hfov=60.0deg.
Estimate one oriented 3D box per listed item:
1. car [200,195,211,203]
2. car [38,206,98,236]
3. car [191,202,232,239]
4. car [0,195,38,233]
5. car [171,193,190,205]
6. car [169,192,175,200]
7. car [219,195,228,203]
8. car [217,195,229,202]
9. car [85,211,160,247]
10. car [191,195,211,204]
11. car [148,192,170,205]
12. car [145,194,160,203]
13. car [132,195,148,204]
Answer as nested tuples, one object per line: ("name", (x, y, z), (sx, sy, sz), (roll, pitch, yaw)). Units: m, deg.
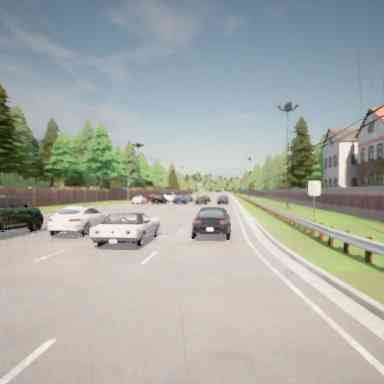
("car", (2.673, 1.306, 65.306), (1.812, 1.442, 4.674), (0, 0, 6))
("car", (-5.911, 1.456, 17.750), (1.812, 1.442, 4.674), (0, 0, 6))
("car", (1.040, 1.468, 16.921), (1.812, 1.442, 4.674), (0, 0, 6))
("car", (-9.583, 1.153, 16.220), (2.150, 2.045, 5.566), (0, 0, 6))
("car", (-1.884, 1.331, 55.738), (1.812, 1.442, 4.674), (0, 0, 6))
("car", (-4.283, 1.013, 66.089), (2.150, 2.045, 5.566), (0, 0, 6))
("car", (6.153, 1.312, 64.929), (1.812, 1.442, 4.674), (0, 0, 6))
("car", (5.031, 1.366, 54.570), (2.033, 1.411, 5.357), (0, 0, 6))
("car", (-2.710, 1.546, 14.675), (1.895, 1.301, 4.718), (0, 0, 6))
("car", (1.551, 1.304, 54.947), (2.128, 1.511, 4.902), (0, 0, 6))
("car", (-5.408, 1.279, 55.700), (1.882, 1.535, 5.008), (0, 0, 6))
("car", (-7.766, 1.244, 66.436), (1.882, 1.535, 5.008), (0, 0, 6))
("car", (-8.843, 1.319, 56.491), (1.812, 1.442, 4.674), (0, 0, 6))
